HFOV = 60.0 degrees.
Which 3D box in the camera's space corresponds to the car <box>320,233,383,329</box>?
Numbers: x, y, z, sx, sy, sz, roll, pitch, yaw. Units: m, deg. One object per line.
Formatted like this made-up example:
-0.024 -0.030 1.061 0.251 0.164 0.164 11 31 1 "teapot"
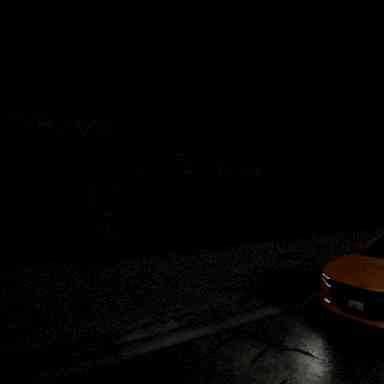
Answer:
4.596 1.498 6.650 5.008 1.535 1.882 0 0 -35 "car"
